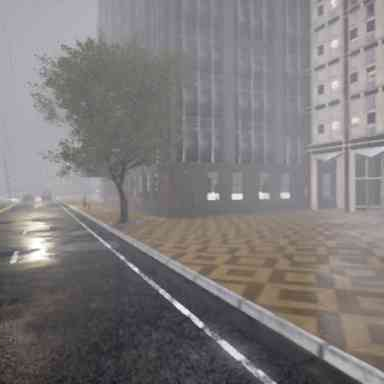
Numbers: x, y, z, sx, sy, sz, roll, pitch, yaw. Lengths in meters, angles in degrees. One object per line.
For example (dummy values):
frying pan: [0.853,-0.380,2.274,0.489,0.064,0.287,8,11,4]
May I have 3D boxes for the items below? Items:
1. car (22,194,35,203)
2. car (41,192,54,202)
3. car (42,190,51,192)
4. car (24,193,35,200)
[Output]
car: [-30.264,1.199,61.411,2.128,1.511,4.902,-1,1,-24]
car: [-27.469,1.170,63.121,1.812,1.442,4.674,-1,1,-24]
car: [-31.577,0.662,72.272,2.150,2.045,5.566,-1,1,-24]
car: [-34.528,1.023,70.918,1.994,1.385,4.181,-1,1,-24]
